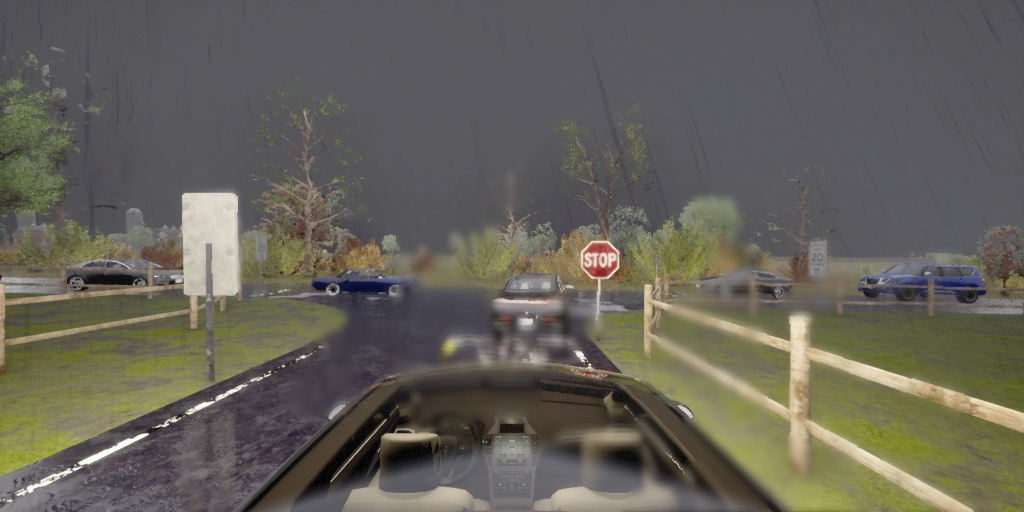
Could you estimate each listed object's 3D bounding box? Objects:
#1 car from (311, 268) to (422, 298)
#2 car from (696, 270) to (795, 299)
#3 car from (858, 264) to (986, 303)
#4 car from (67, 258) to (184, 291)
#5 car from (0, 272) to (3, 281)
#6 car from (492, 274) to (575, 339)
[{"bbox_3d":[-6.812,1.248,17.242,4.718,1.301,1.895,1,1,0],"label":"car"},{"bbox_3d":[13.015,1.525,20.156,4.902,1.511,2.128,1,1,0],"label":"car"},{"bbox_3d":[22.911,1.466,20.138,5.566,2.045,2.150,1,1,0],"label":"car"},{"bbox_3d":[-18.480,0.885,17.267,4.902,1.511,2.128,1,1,0],"label":"car"},{"bbox_3d":[-27.784,0.717,17.280,4.674,1.442,1.812,1,1,0],"label":"car"},{"bbox_3d":[0.712,1.240,10.206,2.128,1.511,4.902,0,0,9],"label":"car"}]
